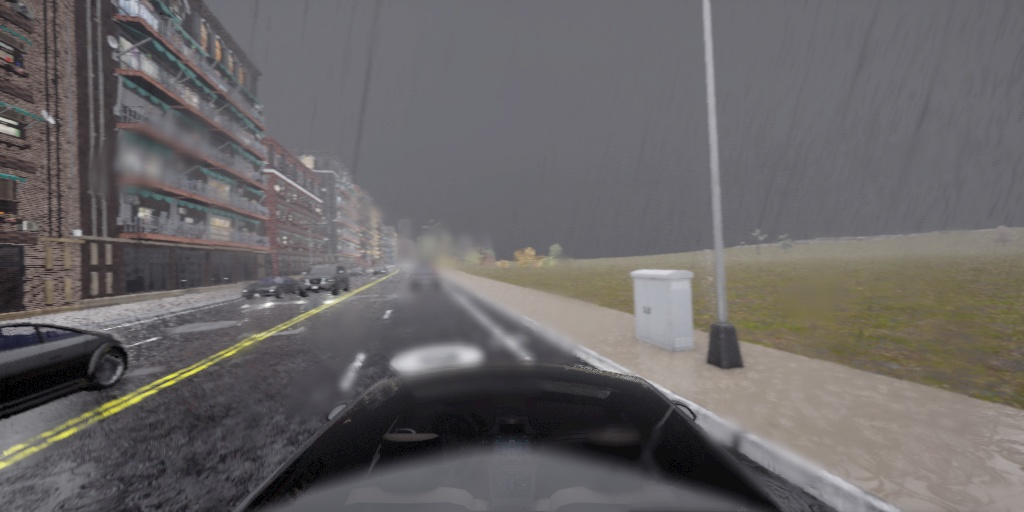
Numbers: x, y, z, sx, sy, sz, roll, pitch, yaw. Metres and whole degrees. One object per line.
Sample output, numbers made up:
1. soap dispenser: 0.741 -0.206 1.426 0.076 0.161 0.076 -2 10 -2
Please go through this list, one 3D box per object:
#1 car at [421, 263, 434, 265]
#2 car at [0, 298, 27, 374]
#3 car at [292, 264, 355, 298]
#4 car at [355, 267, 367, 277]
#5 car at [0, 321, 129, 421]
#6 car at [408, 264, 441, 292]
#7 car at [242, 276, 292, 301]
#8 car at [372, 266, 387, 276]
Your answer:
1. car: -9.797 1.887 39.859 2.033 1.411 5.357 -2 0 -14
2. car: -11.104 1.697 5.323 1.882 1.535 5.008 -2 -1 -14
3. car: -12.623 1.601 24.412 2.150 2.045 5.566 -2 -1 -14
4. car: -24.444 2.518 57.227 1.837 1.490 4.892 -2 0 -14
5. car: -7.567 1.636 4.658 1.994 1.385 4.181 -2 0 -14
6. car: -6.066 1.610 25.395 2.128 1.511 4.902 -2 0 -14
7. car: -15.867 2.055 24.051 2.033 1.411 5.357 -2 0 -14
8. car: -21.300 2.394 58.041 1.837 1.490 4.892 -2 0 -14
